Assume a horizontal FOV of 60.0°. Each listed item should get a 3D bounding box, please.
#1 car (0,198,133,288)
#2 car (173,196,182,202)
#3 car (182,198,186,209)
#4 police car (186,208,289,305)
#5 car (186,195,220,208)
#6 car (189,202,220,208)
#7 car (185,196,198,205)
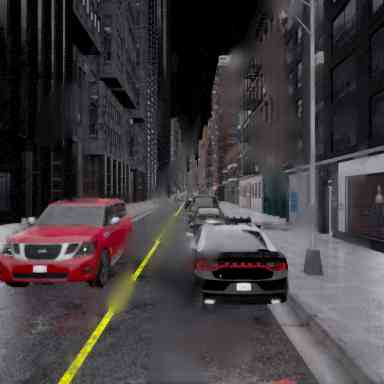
[{"bbox_3d":[-3.115,1.223,9.567,2.150,2.045,5.566,0,0,0],"label":"car"},{"bbox_3d":[-3.111,1.584,75.321,1.994,1.385,4.181,0,0,0],"label":"car"},{"bbox_3d":[-0.058,1.518,45.735,1.837,1.490,4.892,0,0,0],"label":"car"},{"bbox_3d":[0.887,1.427,8.305,1.930,1.638,5.238,0,0,0],"label":"police car"},{"bbox_3d":[0.864,1.231,24.226,2.150,2.045,5.566,0,0,0],"label":"car"},{"bbox_3d":[0.872,1.509,18.196,1.837,1.490,4.892,0,0,0],"label":"car"},{"bbox_3d":[-0.089,1.509,60.039,2.128,1.511,4.902,0,0,0],"label":"car"}]
